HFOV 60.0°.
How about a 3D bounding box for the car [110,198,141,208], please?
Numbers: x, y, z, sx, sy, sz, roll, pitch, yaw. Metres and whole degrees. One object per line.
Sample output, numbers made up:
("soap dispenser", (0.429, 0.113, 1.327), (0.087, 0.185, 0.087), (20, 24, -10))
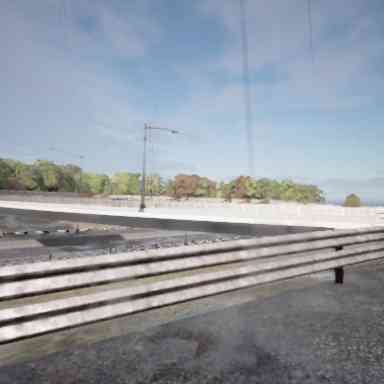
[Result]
("car", (-10.330, 1.753, 50.408), (4.892, 1.490, 1.837), (1, -2, 30))

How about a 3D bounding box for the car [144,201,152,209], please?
("car", (-8.499, 1.887, 53.390), (4.674, 1.442, 1.812), (1, -2, 30))
